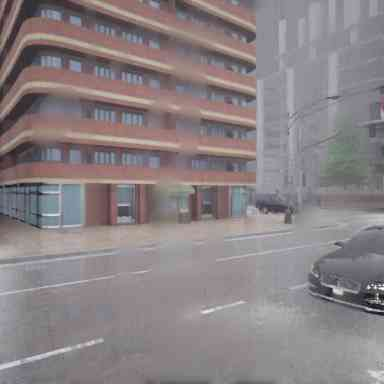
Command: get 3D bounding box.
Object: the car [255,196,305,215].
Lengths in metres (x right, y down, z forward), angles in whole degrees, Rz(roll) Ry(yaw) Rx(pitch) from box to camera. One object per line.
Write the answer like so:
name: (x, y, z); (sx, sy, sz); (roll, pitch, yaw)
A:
car: (8.852, 1.491, 32.931); (2.128, 1.511, 4.902); (0, 0, -36)

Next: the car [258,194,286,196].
car: (9.678, 1.222, 37.728); (2.150, 2.045, 5.566); (0, 0, -36)

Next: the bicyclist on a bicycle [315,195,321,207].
bicyclist on a bicycle: (17.790, 1.301, 46.928); (1.656, 1.620, 0.582); (0, 0, -36)

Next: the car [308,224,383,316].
car: (4.540, 1.504, 7.298); (4.892, 1.490, 1.837); (0, 0, -36)
